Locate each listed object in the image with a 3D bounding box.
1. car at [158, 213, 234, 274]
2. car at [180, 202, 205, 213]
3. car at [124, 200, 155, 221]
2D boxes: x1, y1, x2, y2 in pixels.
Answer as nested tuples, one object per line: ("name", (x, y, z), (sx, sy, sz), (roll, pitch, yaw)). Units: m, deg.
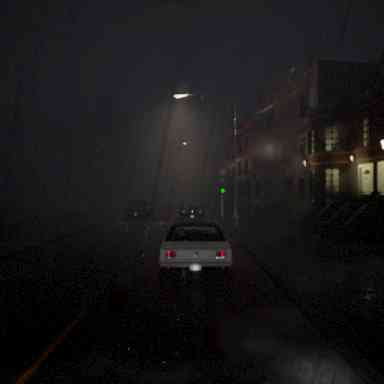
("car", (0.089, 1.554, 10.370), (1.895, 1.301, 4.718), (0, 0, 0))
("car", (-0.035, 1.480, 26.649), (1.895, 1.301, 4.718), (0, 0, -1))
("car", (-4.050, 1.388, 26.265), (1.837, 1.490, 4.892), (0, 0, 0))
